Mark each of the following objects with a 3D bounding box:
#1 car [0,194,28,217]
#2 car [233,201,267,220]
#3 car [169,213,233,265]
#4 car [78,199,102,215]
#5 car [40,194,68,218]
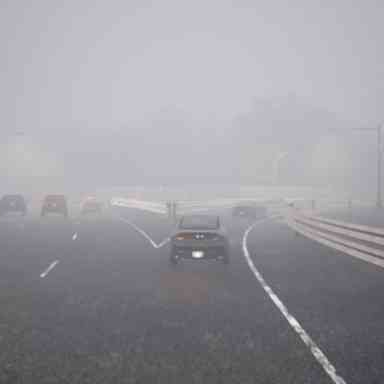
[{"bbox_3d":[-17.241,1.219,32.232,2.150,2.045,5.566,0,0,-25],"label":"car"},{"bbox_3d":[4.987,1.476,28.210,1.882,1.535,5.008,0,0,26],"label":"car"},{"bbox_3d":[0.347,1.503,11.685,1.837,1.490,4.892,0,0,4],"label":"car"},{"bbox_3d":[-10.651,1.475,34.616,1.882,1.535,5.008,0,0,-24],"label":"car"},{"bbox_3d":[-12.712,1.218,30.748,2.150,2.045,5.566,0,0,-23],"label":"car"}]
